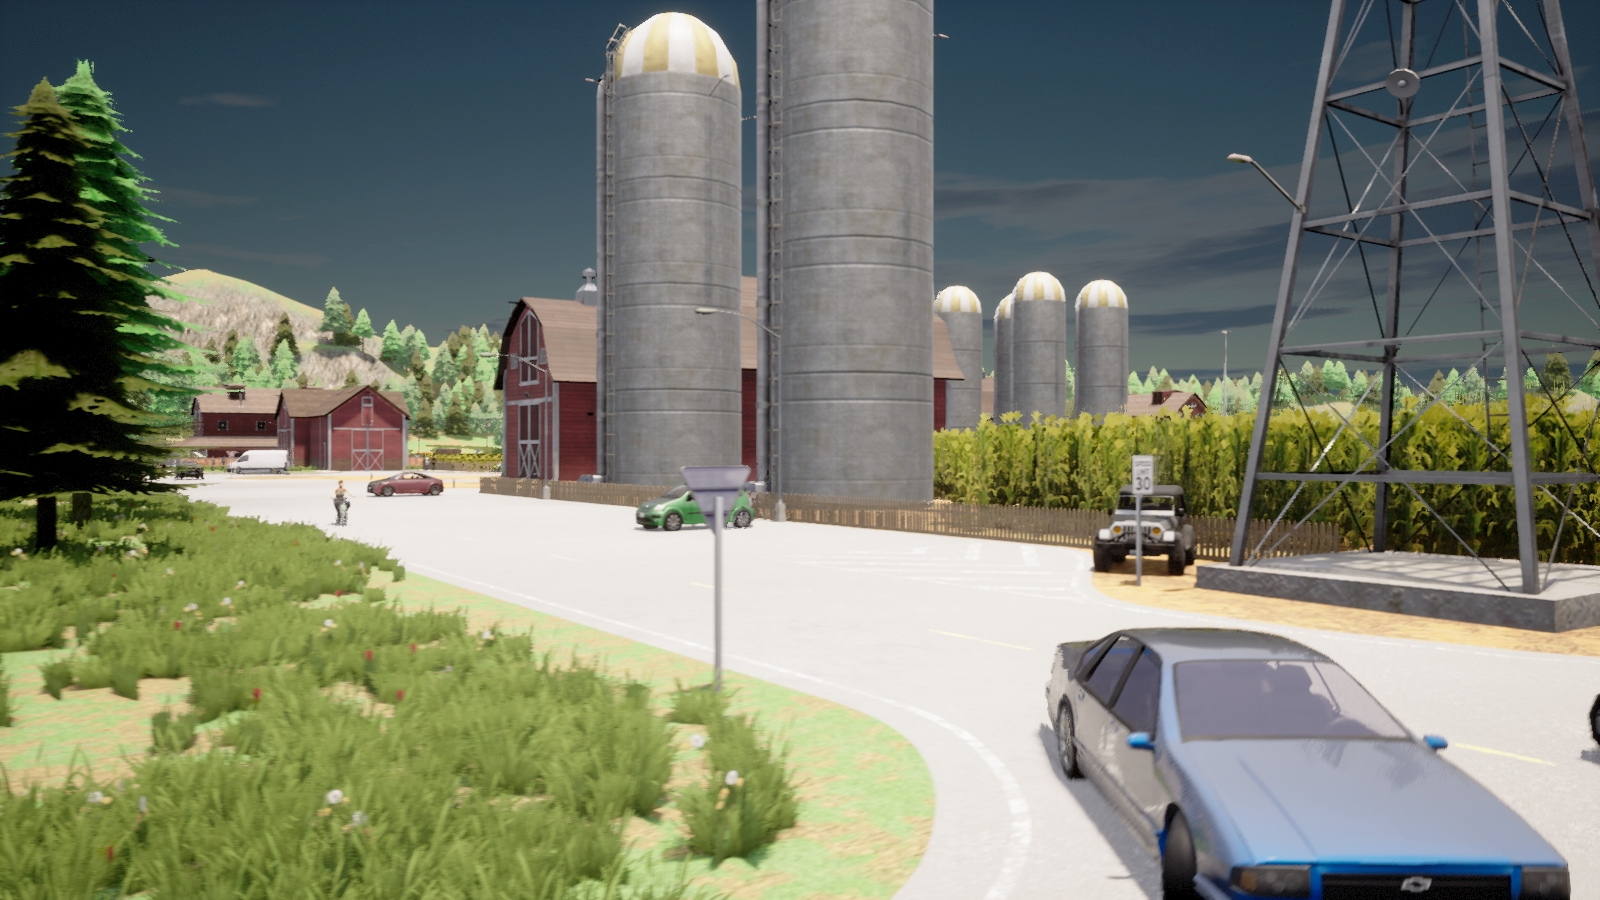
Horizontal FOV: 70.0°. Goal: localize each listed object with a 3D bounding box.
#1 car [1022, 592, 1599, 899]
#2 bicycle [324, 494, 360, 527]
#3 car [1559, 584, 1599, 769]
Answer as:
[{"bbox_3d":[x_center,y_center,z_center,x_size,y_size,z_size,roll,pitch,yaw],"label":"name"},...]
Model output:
[{"bbox_3d":[3.111,2.076,8.283,2.033,1.411,5.357,0,0,1],"label":"car"},{"bbox_3d":[-16.064,2.113,40.038,0.859,1.080,1.487,0,0,-34],"label":"bicycle"},{"bbox_3d":[7.577,2.040,8.177,2.163,1.488,4.792,1,1,16],"label":"car"}]
